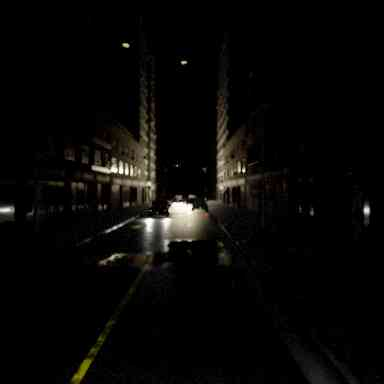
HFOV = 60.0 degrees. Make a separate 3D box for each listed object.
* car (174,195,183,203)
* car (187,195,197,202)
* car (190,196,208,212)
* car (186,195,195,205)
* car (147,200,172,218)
[{"bbox_3d":[-2.821,1.488,70.371,2.128,1.511,4.902,0,0,0],"label":"car"},{"bbox_3d":[-0.076,1.438,74.578,2.128,1.511,4.902,0,0,0],"label":"car"},{"bbox_3d":[0.923,1.498,38.743,1.812,1.442,4.674,0,0,0],"label":"car"},{"bbox_3d":[-0.059,1.537,58.104,1.994,1.385,4.181,0,0,0],"label":"car"},{"bbox_3d":[-2.878,1.479,30.024,1.837,1.490,4.892,0,0,0],"label":"car"}]
